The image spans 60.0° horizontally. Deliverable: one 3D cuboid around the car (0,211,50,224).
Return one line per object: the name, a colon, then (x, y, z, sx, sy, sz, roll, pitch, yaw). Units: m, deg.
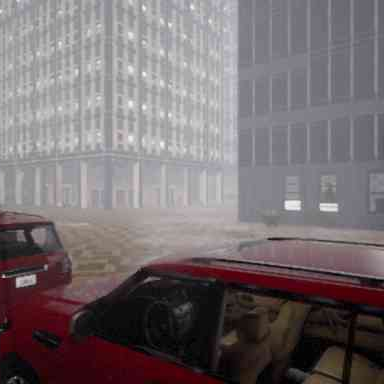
car: (-4.171, 1.258, 5.863, 5.009, 1.841, 2.192, 1, 0, 36)

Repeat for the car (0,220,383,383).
car: (0.459, 1.307, 2.558, 5.009, 1.841, 2.192, 1, 0, 36)
